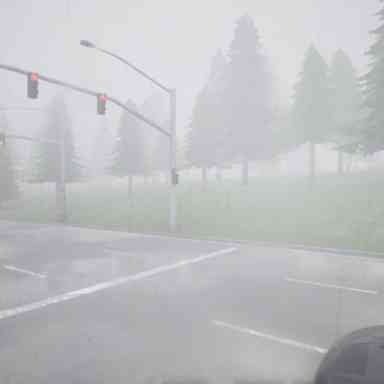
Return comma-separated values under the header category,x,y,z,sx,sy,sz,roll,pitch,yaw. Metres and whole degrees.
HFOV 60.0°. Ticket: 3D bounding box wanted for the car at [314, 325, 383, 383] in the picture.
category,x,y,z,sx,sy,sz,roll,pitch,yaw
car,3.178,1.504,1.719,4.892,1.490,1.837,0,0,36
